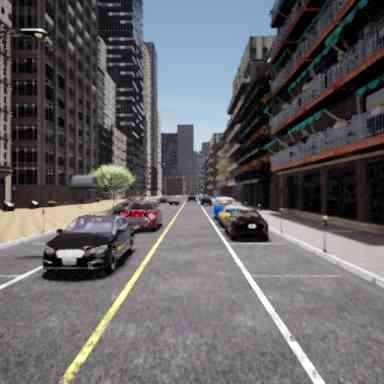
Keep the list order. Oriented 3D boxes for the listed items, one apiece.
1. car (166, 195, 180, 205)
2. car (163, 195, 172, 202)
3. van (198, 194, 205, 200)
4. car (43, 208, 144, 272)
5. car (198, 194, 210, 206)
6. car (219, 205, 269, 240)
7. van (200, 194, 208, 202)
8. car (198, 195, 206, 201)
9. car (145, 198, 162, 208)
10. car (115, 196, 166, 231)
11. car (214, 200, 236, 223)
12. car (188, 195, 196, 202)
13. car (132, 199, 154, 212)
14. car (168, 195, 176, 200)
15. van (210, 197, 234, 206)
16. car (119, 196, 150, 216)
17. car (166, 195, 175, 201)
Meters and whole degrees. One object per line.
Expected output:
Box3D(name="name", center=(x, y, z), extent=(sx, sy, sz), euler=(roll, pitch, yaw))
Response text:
Box3D(name="car", center=(-3.039, 1.579, 58.351), extent=(2.033, 1.411, 5.357), euler=(0, 0, 1))
Box3D(name="car", center=(-5.691, 1.498, 77.695), extent=(1.967, 1.590, 4.097), euler=(0, 0, 0))
Box3D(name="van", center=(2.690, 1.431, 94.262), extent=(1.690, 1.788, 3.998), euler=(0, 0, 0))
Box3D(name="car", center=(-3.090, 1.491, 10.835), extent=(2.128, 1.511, 4.902), euler=(0, 0, 0))
Box3D(name="car", center=(2.357, 1.535, 56.978), extent=(1.837, 1.490, 4.892), euler=(0, 0, 0))
Box3D(name="car", center=(2.689, 1.566, 16.942), extent=(1.947, 1.339, 4.313), euler=(0, 0, 0))
Box3D(name="van", center=(2.690, 1.400, 77.694), extent=(1.690, 1.788, 3.998), euler=(0, 0, 0))
Box3D(name="car", center=(2.691, 1.624, 88.738), extent=(1.887, 1.381, 4.507), euler=(0, 0, 0))
Box3D(name="car", center=(-5.691, 1.573, 50.080), extent=(2.008, 1.369, 4.403), euler=(0, 0, 0))
Box3D(name="car", center=(-3.043, 1.353, 20.640), extent=(2.097, 1.767, 4.553), euler=(0, 0, 0))
Box3D(name="car", center=(2.689, 1.528, 22.635), extent=(1.752, 1.417, 4.829), euler=(0, 0, 0))
Box3D(name="car", center=(0.003, 1.417, 74.659), extent=(1.837, 1.490, 4.892), euler=(0, 0, 0))
Box3D(name="car", center=(-5.692, 1.563, 39.035), extent=(2.008, 1.369, 4.403), euler=(0, 0, 0))
Box3D(name="car", center=(-5.690, 1.640, 94.263), extent=(2.008, 1.369, 4.403), euler=(0, 0, 0))
Box3D(name="van", center=(2.689, 1.346, 27.988), extent=(1.690, 1.788, 3.998), euler=(0, 0, 0))
Box3D(name="car", center=(-5.692, 1.323, 33.511), extent=(2.192, 1.841, 5.009), euler=(0, 0, 0))
Box3D(name="car", center=(-5.690, 1.629, 88.739), extent=(2.008, 1.369, 4.403), euler=(0, 0, 0))
